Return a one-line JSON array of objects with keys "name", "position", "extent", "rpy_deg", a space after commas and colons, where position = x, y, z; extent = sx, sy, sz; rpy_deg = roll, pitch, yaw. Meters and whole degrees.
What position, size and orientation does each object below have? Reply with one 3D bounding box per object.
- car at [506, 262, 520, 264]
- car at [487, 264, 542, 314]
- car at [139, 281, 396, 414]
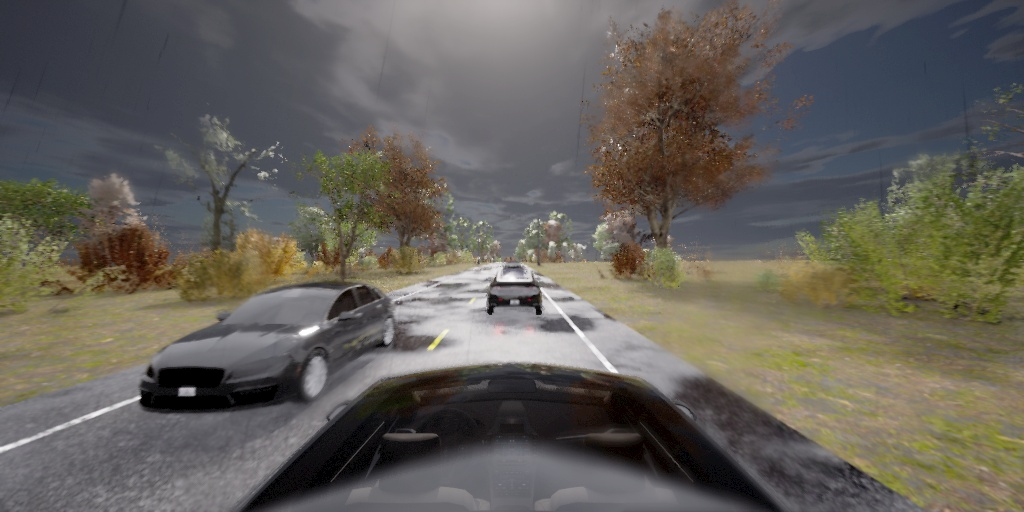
[{"name": "car", "position": [0.104, 1.261, 33.584], "extent": [1.837, 1.490, 4.892], "rpy_deg": [0, 0, 0]}, {"name": "car", "position": [0.091, 1.234, 13.632], "extent": [2.128, 1.511, 4.902], "rpy_deg": [0, 0, 0]}, {"name": "car", "position": [-3.576, 1.250, 6.386], "extent": [1.837, 1.490, 4.892], "rpy_deg": [0, 0, 0]}]
